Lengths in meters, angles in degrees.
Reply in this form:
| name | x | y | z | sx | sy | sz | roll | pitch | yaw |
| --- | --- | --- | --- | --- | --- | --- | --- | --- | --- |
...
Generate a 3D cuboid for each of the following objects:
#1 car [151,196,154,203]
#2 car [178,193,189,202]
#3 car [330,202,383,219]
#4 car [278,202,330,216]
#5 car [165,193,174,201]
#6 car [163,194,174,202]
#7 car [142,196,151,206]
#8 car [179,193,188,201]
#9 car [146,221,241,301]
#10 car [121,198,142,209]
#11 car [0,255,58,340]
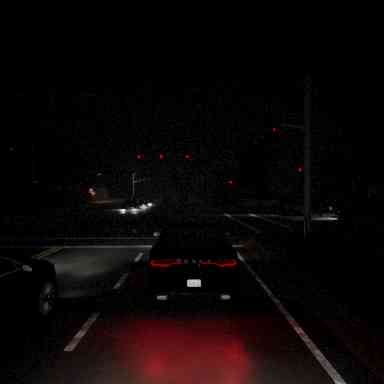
| name | x | y | z | sx | sy | sz | roll | pitch | yaw |
| --- | --- | --- | --- | --- | --- | --- | --- | --- | --- |
| car | -8.744 | 1.491 | 66.767 | 2.128 | 1.511 | 4.902 | 0 | 0 | -1 |
| car | -1.907 | 1.225 | 74.284 | 2.150 | 2.045 | 5.566 | 0 | 0 | -1 |
| car | 14.759 | 1.564 | 29.002 | 4.181 | 1.385 | 1.994 | 0 | 0 | -2 |
| car | 10.863 | 1.601 | 32.391 | 4.718 | 1.301 | 1.895 | 0 | 0 | -2 |
| car | -5.695 | 1.269 | 85.188 | 2.097 | 1.767 | 4.553 | 0 | 0 | -1 |
| car | -5.422 | 1.533 | 74.583 | 2.033 | 1.411 | 5.357 | 0 | 0 | -1 |
| car | -8.531 | 1.601 | 56.230 | 1.895 | 1.301 | 4.718 | 0 | 0 | -1 |
| car | -2.190 | 1.225 | 85.017 | 2.150 | 2.045 | 5.566 | 0 | 0 | -1 |
| car | 0.000 | 1.478 | 8.420 | 1.882 | 1.535 | 5.008 | 0 | 0 | -1 |
| car | -8.234 | 1.525 | 44.553 | 1.812 | 1.442 | 4.674 | 0 | 0 | -1 |
| car | -3.468 | 1.492 | 4.428 | 2.128 | 1.511 | 4.902 | 0 | 0 | 0 |
